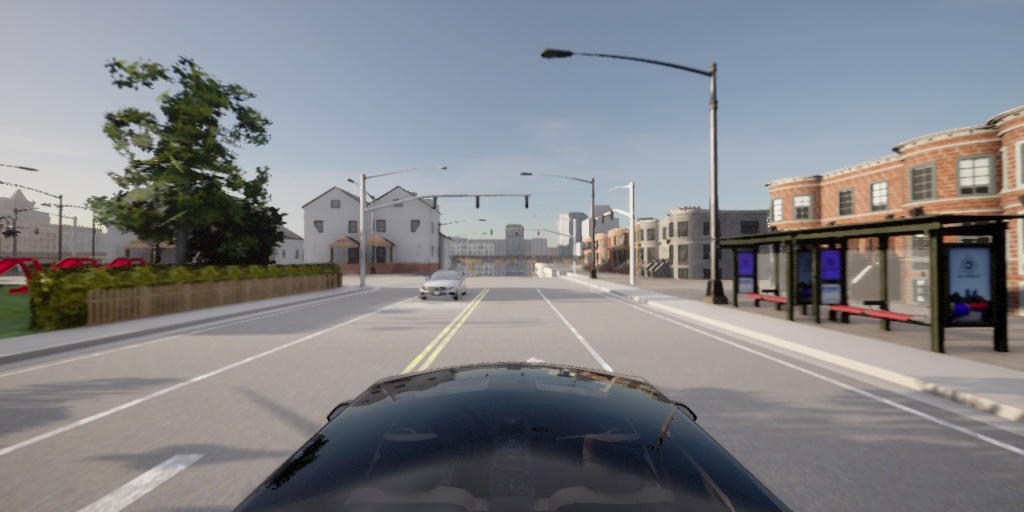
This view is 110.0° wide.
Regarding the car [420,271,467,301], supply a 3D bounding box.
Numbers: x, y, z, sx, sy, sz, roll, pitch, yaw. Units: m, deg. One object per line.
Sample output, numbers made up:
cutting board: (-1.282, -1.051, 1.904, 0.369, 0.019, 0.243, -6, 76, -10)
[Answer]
car: (-3.542, 1.521, 19.267, 1.812, 1.442, 4.674, 0, -1, 1)
